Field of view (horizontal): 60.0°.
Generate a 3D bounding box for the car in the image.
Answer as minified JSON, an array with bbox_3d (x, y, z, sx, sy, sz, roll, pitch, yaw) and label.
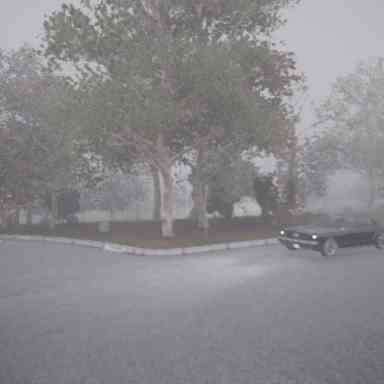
[{"bbox_3d":[5.496,1.524,12.507,4.718,1.301,1.895,-1,0,-29],"label":"car"}]
